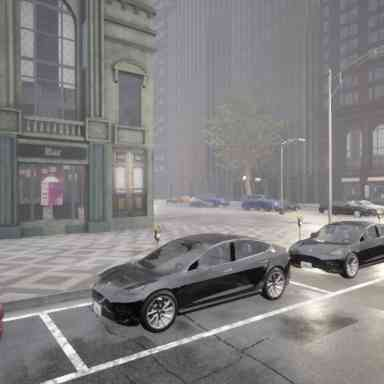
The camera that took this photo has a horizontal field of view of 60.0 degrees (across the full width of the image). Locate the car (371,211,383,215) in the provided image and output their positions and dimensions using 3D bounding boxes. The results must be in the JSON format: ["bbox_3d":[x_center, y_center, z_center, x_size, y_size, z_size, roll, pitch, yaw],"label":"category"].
[{"bbox_3d":[9.382,1.552,13.332,4.403,1.369,2.008,0,0,-35],"label":"car"}]

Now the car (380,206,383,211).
[{"bbox_3d":[17.219,1.581,33.502,1.812,1.442,4.674,0,0,-33],"label":"car"}]

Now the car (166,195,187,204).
[{"bbox_3d":[-3.578,1.681,68.319,1.812,1.442,4.674,0,0,-36],"label":"car"}]

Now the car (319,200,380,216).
[{"bbox_3d":[14.575,1.548,31.607,1.882,1.535,5.008,0,0,-37],"label":"car"}]

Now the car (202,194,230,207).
[{"bbox_3d":[3.559,1.342,52.613,2.150,2.045,5.566,0,0,-36],"label":"car"}]

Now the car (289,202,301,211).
[{"bbox_3d":[11.063,1.632,42.112,2.033,1.411,5.357,0,0,-35],"label":"car"}]

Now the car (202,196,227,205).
[{"bbox_3d":[4.185,1.591,63.102,1.882,1.535,5.008,0,0,-35],"label":"car"}]

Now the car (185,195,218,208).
[{"bbox_3d":[1.364,1.660,50.101,1.812,1.442,4.674,0,0,-35],"label":"car"}]

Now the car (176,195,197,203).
[{"bbox_3d":[-1.178,1.469,70.549,1.882,1.535,5.008,0,0,-36],"label":"car"}]

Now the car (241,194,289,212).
[{"bbox_3d":[8.414,1.322,40.220,2.150,2.045,5.566,0,0,-36],"label":"car"}]

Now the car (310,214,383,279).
[{"bbox_3d":[4.791,1.566,10.061,4.313,1.339,1.947,0,0,-35],"label":"car"}]

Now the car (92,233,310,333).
[{"bbox_3d":[0.201,1.566,6.790,4.313,1.339,1.947,0,0,-35],"label":"car"}]

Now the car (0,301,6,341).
[{"bbox_3d":[-4.389,1.582,3.520,4.206,1.307,1.802,0,0,-35],"label":"car"}]
